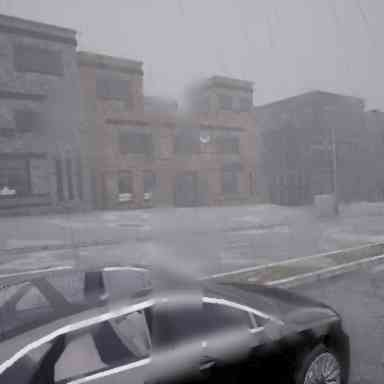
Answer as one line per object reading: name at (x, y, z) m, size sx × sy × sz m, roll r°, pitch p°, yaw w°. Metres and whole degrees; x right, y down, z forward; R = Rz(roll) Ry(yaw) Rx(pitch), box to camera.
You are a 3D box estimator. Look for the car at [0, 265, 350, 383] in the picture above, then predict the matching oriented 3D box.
car at (-0.455, 1.487, 3.115) m, size 4.902 × 1.511 × 2.128 m, roll 0°, pitch 0°, yaw -35°
